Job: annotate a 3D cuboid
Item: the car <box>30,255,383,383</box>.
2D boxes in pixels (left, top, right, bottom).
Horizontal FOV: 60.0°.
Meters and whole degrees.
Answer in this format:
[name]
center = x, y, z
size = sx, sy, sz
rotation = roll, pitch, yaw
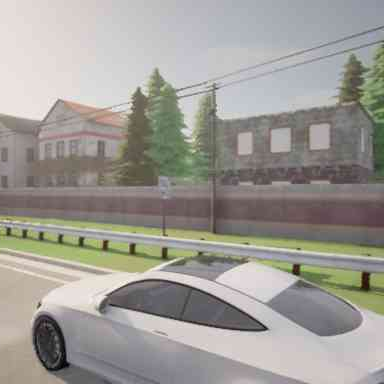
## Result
[car]
center = -0.014, 1.525, 3.984
size = 4.674, 1.442, 1.812
rotation = 0, 0, 35
